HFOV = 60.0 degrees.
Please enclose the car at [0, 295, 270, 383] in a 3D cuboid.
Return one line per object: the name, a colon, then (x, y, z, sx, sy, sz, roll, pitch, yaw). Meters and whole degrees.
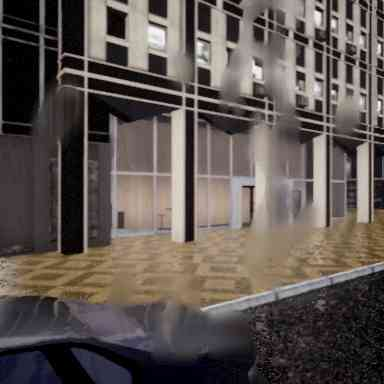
car: (-1.876, 1.548, 2.033, 5.357, 1.411, 2.033, 0, 0, -35)
